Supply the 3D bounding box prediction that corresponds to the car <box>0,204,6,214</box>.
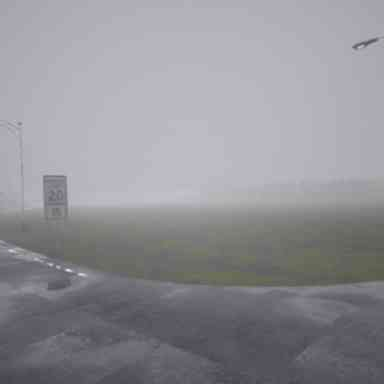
[{"bbox_3d":[-29.680,2.534,50.333,1.837,1.490,4.892,-2,0,-18],"label":"car"}]
